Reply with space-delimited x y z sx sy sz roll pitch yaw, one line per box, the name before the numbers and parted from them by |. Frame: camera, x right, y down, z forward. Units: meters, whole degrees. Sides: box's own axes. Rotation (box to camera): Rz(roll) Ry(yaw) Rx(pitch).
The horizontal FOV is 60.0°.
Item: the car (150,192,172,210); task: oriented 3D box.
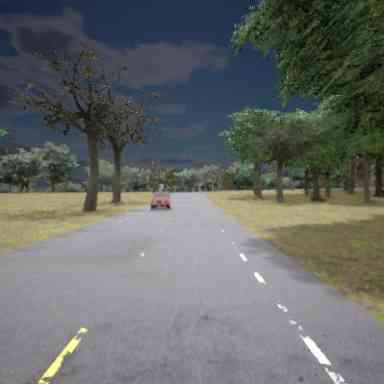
car | -3.598 0.997 39.304 2.150 2.045 5.566 0 1 0
